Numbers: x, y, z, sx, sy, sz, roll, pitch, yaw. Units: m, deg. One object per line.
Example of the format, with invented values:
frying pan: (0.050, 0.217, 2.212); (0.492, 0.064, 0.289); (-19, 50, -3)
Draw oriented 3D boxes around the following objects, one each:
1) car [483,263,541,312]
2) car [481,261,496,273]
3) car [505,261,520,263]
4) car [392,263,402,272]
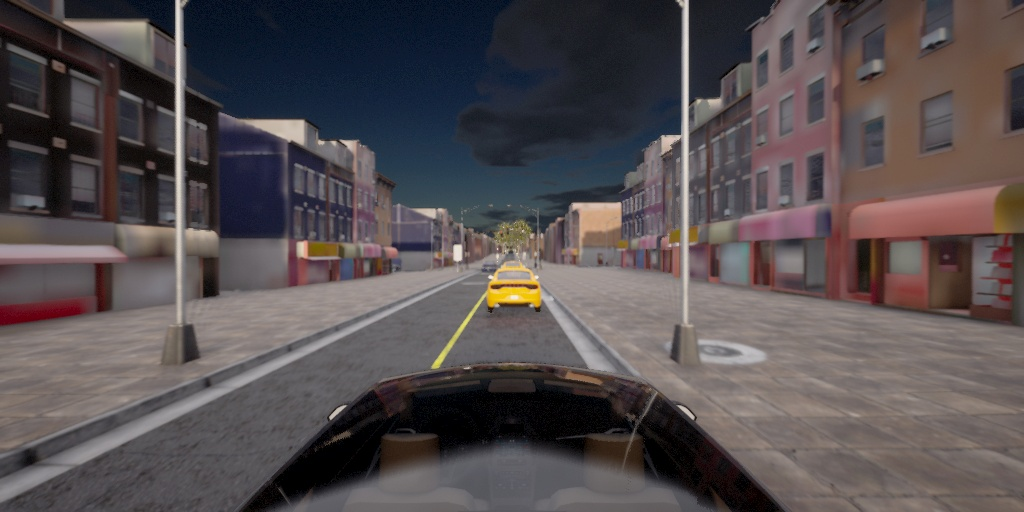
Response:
car: (0.067, 1.194, 14.173); (1.882, 1.535, 5.008); (0, 0, 0)
car: (-2.800, 1.349, 45.721); (2.033, 1.411, 5.357); (0, -1, 0)
car: (0.071, 1.192, 30.002); (1.882, 1.535, 5.008); (0, 0, 0)
car: (-20.371, 1.906, 59.136); (4.403, 1.370, 2.007); (0, 0, 0)
